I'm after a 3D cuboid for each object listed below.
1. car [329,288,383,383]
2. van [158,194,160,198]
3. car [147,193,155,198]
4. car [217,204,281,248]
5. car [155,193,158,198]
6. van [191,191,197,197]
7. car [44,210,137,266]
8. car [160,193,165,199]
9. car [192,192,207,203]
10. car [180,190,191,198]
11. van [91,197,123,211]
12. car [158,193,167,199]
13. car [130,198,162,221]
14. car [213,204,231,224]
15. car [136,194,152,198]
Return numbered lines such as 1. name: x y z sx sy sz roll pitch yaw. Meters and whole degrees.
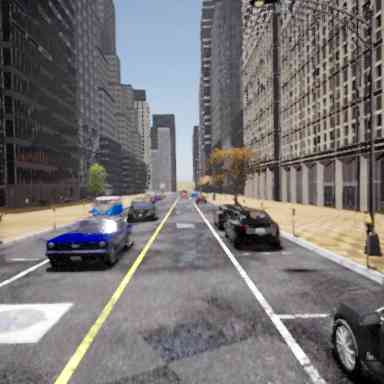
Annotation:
1. car: 2.657 1.476 2.671 2.008 1.369 4.403 -2 1 -1
2. van: -7.069 1.001 58.704 1.690 1.788 3.998 -2 0 -1
3. car: -6.790 1.264 47.290 1.752 1.417 4.829 -2 0 -1
4. car: 2.389 1.399 13.919 1.947 1.339 4.313 -2 1 -1
5. car: -6.927 1.243 53.083 1.887 1.381 4.507 -2 0 -1
6. van: 0.636 0.655 87.021 1.690 1.788 3.998 -2 0 -1
7. car: -3.334 1.562 11.599 1.895 1.301 4.718 -1 1 -1
8. car: -7.330 1.128 69.953 1.887 1.381 4.507 -2 0 -1
9. car: 1.450 1.120 53.283 1.802 1.307 4.206 -2 0 -1
10. car: -2.017 0.714 86.150 2.097 1.767 4.553 -1 0 -1
11. van: -6.263 1.245 24.965 1.690 1.788 3.998 -2 0 -1
12. car: -7.732 1.025 86.823 2.008 1.369 4.403 -2 0 -1
13. car: -3.639 1.416 25.190 1.994 1.385 4.181 -1 1 -1
14. car: 2.255 1.354 19.542 1.947 1.339 4.313 -2 0 -1
15. car: -6.659 1.329 41.836 2.008 1.369 4.403 -2 0 -1
